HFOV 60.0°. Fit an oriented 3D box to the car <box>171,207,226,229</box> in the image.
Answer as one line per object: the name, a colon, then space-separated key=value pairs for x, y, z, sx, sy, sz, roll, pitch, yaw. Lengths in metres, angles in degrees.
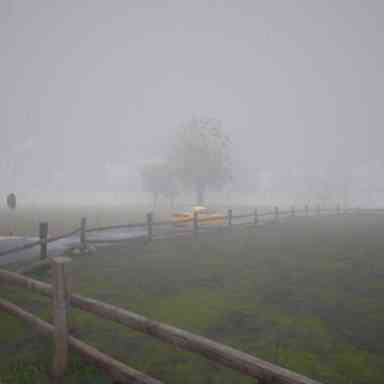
car: x=0.597 y=1.809 z=23.830 sx=1.882 sy=1.535 sz=5.008 roll=0 pitch=-1 yaw=38
